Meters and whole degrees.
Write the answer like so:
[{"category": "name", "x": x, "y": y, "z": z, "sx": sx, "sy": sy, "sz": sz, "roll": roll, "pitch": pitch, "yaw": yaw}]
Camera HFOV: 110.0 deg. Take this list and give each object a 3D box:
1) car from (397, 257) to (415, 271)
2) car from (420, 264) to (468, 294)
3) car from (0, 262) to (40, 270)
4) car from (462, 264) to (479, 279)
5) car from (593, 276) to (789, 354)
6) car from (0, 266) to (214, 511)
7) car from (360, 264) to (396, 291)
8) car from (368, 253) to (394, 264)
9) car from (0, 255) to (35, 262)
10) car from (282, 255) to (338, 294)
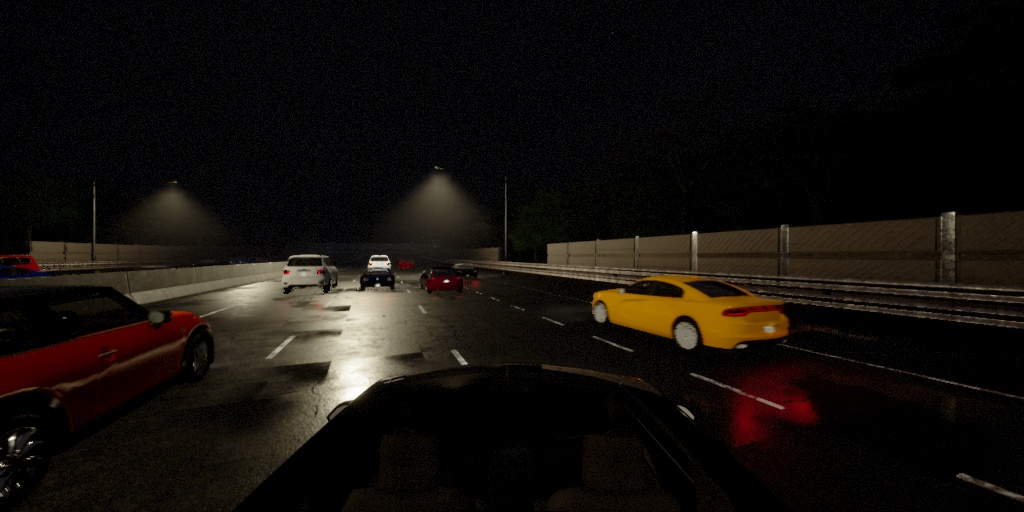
[{"category": "car", "x": -14.685, "y": 1.206, "z": 50.067, "sx": 1.882, "sy": 1.535, "sz": 5.008, "roll": 0, "pitch": 0, "yaw": -20}, {"category": "car", "x": -4.139, "y": 1.313, "z": 20.683, "sx": 1.994, "sy": 1.385, "sz": 4.181, "roll": 0, "pitch": 0, "yaw": -20}, {"category": "car", "x": -25.353, "y": 1.222, "z": 17.302, "sx": 1.882, "sy": 1.535, "sz": 5.008, "roll": 0, "pitch": 0, "yaw": -20}, {"category": "car", "x": -4.482, "y": 1.345, "z": 32.227, "sx": 1.895, "sy": 1.301, "sz": 4.718, "roll": 0, "pitch": 0, "yaw": -20}, {"category": "car", "x": 3.944, "y": 1.228, "z": 8.996, "sx": 1.882, "sy": 1.535, "sz": 5.008, "roll": 0, "pitch": 0, "yaw": -20}, {"category": "car", "x": -5.390, "y": 1.100, "z": 3.968, "sx": 2.097, "sy": 1.767, "sz": 4.553, "roll": 0, "pitch": 0, "yaw": -20}, {"category": "car", "x": -8.315, "y": 1.348, "z": 22.226, "sx": 1.895, "sy": 1.301, "sz": 4.718, "roll": 0, "pitch": 0, "yaw": -20}, {"category": "car", "x": -13.824, "y": 0.960, "z": 37.549, "sx": 2.150, "sy": 2.045, "sz": 5.566, "roll": 0, "pitch": 0, "yaw": -19}, {"category": "car", "x": -30.150, "y": 0.964, "z": 20.277, "sx": 2.150, "sy": 2.045, "sz": 5.566, "roll": 0, "pitch": 0, "yaw": -20}, {"category": "car", "x": -11.486, "y": 0.971, "z": 20.709, "sx": 2.150, "sy": 2.045, "sz": 5.566, "roll": 0, "pitch": 0, "yaw": -20}]
